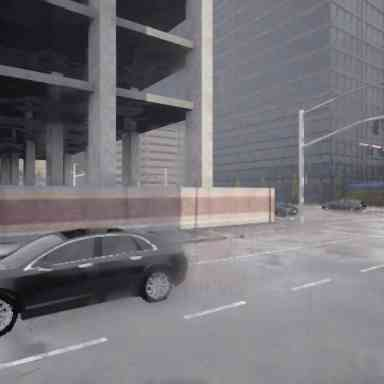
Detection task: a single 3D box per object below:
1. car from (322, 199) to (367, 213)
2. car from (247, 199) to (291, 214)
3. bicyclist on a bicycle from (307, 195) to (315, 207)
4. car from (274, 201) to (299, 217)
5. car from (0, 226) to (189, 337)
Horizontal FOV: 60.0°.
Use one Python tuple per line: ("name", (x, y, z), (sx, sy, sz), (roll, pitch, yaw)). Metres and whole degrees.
("car", (16.980, 1.491, 37.333), (2.128, 1.511, 4.902), (0, 0, -36))
("car", (8.469, 1.526, 36.896), (1.812, 1.442, 4.674), (0, 0, -36))
("bicyclist on a bicycle", (16.533, 1.300, 46.187), (1.656, 1.620, 0.582), (0, 0, -36))
("car", (8.063, 1.564, 31.496), (1.994, 1.385, 4.181), (0, 0, -36))
("car", (-2.340, 1.505, 6.623), (4.892, 1.490, 1.837), (0, 0, -35))
